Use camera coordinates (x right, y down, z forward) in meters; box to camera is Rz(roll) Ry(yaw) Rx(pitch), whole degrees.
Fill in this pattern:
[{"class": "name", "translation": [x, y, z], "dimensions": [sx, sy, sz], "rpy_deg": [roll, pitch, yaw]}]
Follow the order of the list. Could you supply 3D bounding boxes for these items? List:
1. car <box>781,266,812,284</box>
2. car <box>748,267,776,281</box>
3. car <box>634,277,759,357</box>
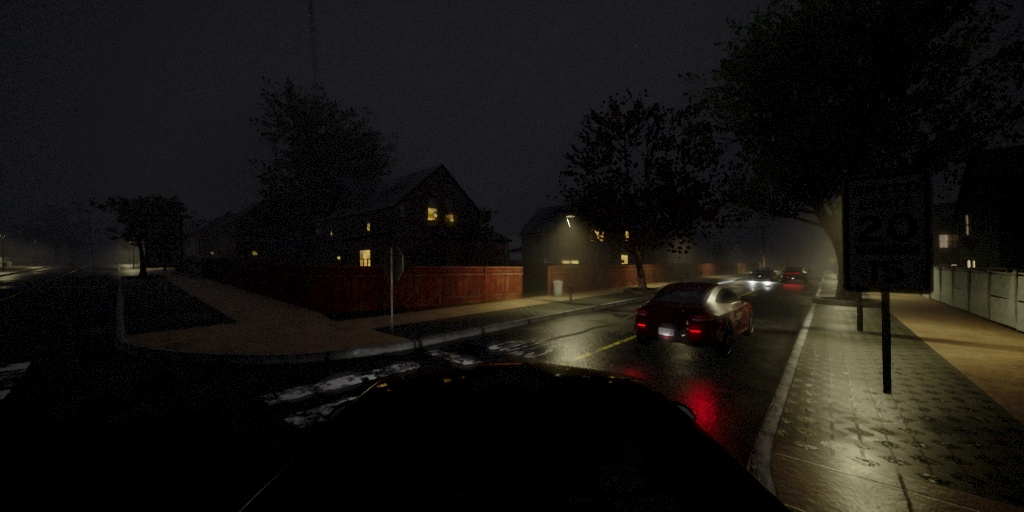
[{"class": "car", "translation": [26.163, 1.730, 33.093], "dimensions": [1.837, 1.490, 4.892], "rpy_deg": [-1, -1, 42]}, {"class": "car", "translation": [25.875, 1.854, 37.008], "dimensions": [1.994, 1.385, 4.181], "rpy_deg": [-1, -1, 42]}, {"class": "car", "translation": [4.587, 1.366, 8.837], "dimensions": [1.812, 1.442, 4.674], "rpy_deg": [-1, -1, 42]}]
